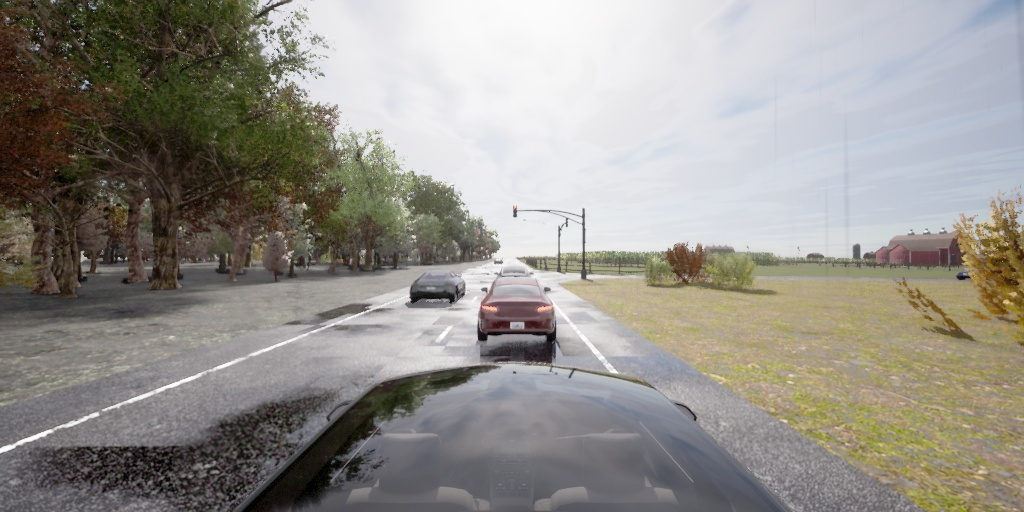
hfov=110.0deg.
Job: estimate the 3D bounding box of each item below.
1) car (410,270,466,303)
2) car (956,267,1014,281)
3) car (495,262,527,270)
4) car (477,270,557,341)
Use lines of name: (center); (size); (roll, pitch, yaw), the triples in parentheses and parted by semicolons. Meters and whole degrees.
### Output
car: (-3.394, 1.331, 16.992); (1.994, 1.385, 4.181); (0, 0, 0)
car: (48.944, 1.878, 37.116); (4.181, 1.385, 1.994); (1, -1, 0)
car: (0.105, 1.275, 19.023); (1.837, 1.490, 4.892); (0, 0, 0)
car: (0.112, 1.285, 9.761); (1.812, 1.442, 4.674); (0, 0, 0)
